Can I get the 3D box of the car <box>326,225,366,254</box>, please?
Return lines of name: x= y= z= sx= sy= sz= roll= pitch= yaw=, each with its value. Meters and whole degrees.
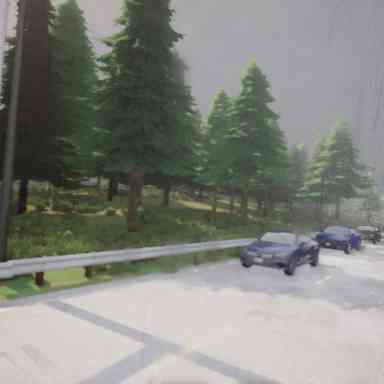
car: x=9.045 y=2.816 z=20.489 sx=1.882 sy=1.535 sz=5.008 roll=2 pitch=-3 yaw=36

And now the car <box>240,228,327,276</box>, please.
car: x=3.630 y=2.216 z=13.118 sx=1.812 sy=1.442 sz=4.674 roll=2 pitch=-3 yaw=36

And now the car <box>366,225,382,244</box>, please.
car: x=15.102 y=3.589 z=28.724 sx=1.812 sy=1.442 sz=4.674 roll=2 pitch=-3 yaw=36
